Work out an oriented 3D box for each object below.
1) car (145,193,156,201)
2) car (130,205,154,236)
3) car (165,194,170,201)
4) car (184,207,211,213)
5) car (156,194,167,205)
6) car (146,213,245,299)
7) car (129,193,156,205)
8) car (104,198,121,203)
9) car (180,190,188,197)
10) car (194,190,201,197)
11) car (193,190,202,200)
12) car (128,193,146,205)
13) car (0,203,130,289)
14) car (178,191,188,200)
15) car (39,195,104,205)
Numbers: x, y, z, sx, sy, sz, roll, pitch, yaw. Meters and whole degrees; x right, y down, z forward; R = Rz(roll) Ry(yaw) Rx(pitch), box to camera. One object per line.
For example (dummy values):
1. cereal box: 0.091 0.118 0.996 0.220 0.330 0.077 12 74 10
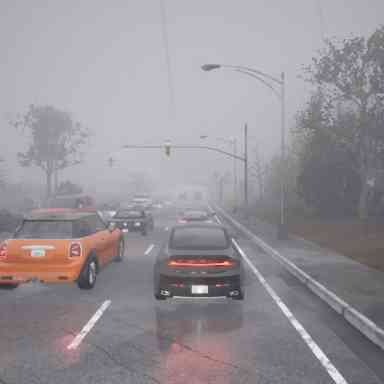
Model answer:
1. car: -9.239 1.102 74.241 1.812 1.442 4.674 0 2 1
2. car: -3.242 1.601 18.437 1.895 1.301 4.718 0 0 0
3. car: -5.774 1.141 72.443 1.882 1.535 5.008 0 2 1
4. car: 0.260 1.526 17.484 1.812 1.442 4.674 0 0 3
5. car: -6.127 1.562 58.433 1.994 1.385 4.181 0 0 1
6. car: 0.164 1.505 8.410 1.837 1.490 4.892 0 0 1
7. car: -6.443 1.221 43.242 2.150 2.045 5.566 0 0 1
8. car: -9.991 1.504 40.903 1.837 1.490 4.892 0 0 1
9. car: -2.015 0.341 85.657 1.812 1.442 4.674 0 3 1
10. car: 1.485 0.316 85.587 1.837 1.490 4.892 0 3 1
11. car: 1.281 1.053 75.173 2.033 1.411 5.357 0 3 1
12. car: -9.622 1.219 58.744 2.150 2.045 5.566 0 0 1
13. car: -3.325 1.352 9.351 2.097 1.767 4.553 0 0 1
14. car: -2.218 1.013 75.239 1.837 1.490 4.892 0 3 1
15. car: -6.923 1.221 18.354 2.150 2.045 5.566 0 0 2
